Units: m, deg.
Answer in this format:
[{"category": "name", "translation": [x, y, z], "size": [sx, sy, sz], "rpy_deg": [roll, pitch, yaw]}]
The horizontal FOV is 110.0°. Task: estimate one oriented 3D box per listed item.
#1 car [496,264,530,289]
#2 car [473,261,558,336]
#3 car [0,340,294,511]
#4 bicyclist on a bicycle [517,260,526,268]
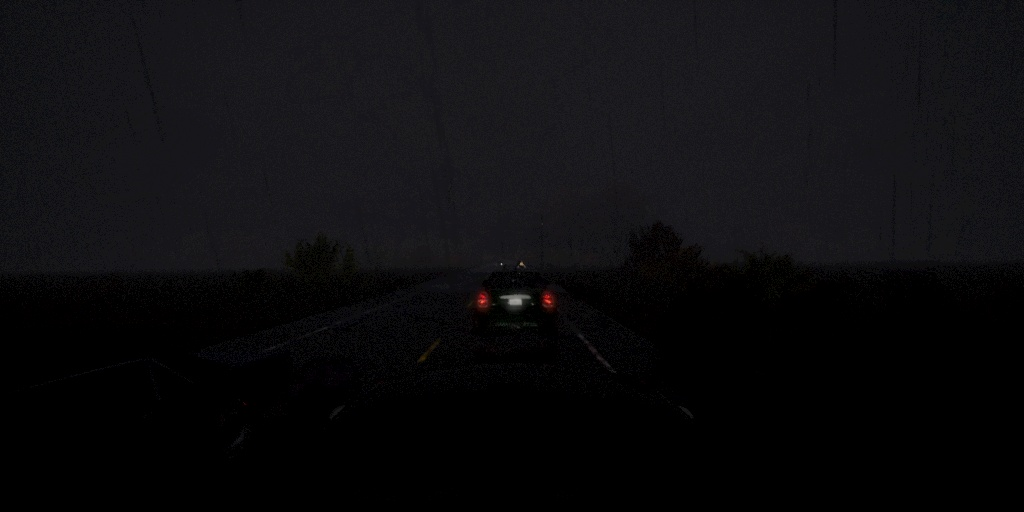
[{"category": "car", "translation": [0.068, 1.325, 24.937], "size": [2.128, 1.511, 4.902], "rpy_deg": [0, 0, 0]}, {"category": "car", "translation": [0.089, 1.134, 10.698], "size": [2.097, 1.767, 4.553], "rpy_deg": [0, 0, 0]}, {"category": "car", "translation": [-3.600, 1.352, 2.144], "size": [1.895, 1.301, 4.718], "rpy_deg": [0, 0, 0]}, {"category": "bicyclist on a bicycle", "translation": [0.935, 1.307, 34.985], "size": [0.866, 1.612, 1.509], "rpy_deg": [0, 0, 0]}]
